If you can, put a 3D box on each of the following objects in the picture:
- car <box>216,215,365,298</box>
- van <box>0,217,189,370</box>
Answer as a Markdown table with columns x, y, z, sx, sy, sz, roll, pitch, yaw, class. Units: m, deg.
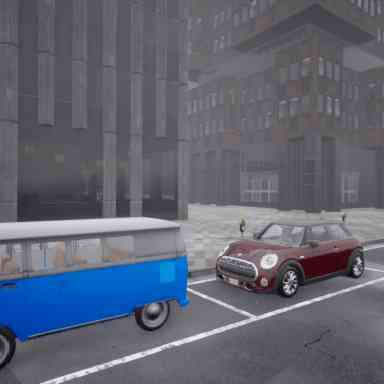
| x | y | z | sx | sy | sz | roll | pitch | yaw | class |
| --- | --- | --- | --- | --- | --- | --- | --- | --- | --- |
| 2.539 | 1.441 | 8.450 | 4.097 | 1.590 | 1.967 | 0 | 0 | -35 | car |
| -1.962 | 1.341 | 5.247 | 3.998 | 1.788 | 1.690 | 0 | 0 | -35 | van |
